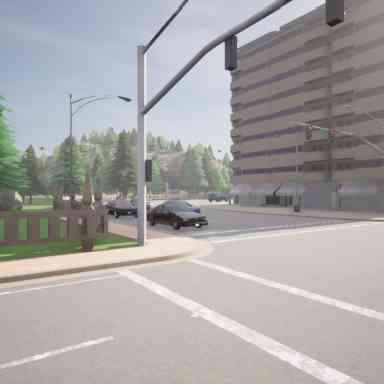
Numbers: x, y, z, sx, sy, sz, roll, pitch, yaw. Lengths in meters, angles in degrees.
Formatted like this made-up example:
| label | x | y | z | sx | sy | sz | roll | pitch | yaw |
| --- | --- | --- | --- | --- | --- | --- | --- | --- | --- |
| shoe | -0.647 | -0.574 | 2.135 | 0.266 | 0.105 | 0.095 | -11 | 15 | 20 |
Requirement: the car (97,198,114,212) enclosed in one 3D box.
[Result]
| label | x | y | z | sx | sy | sz | roll | pitch | yaw |
| --- | --- | --- | --- | --- | --- | --- | --- | --- | --- |
| car | -10.085 | 1.470 | 38.588 | 1.812 | 1.442 | 4.674 | 0 | 0 | -15 |

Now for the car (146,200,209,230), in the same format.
| label | x | y | z | sx | sy | sz | roll | pitch | yaw |
| --- | --- | --- | --- | --- | --- | --- | --- | --- | --- |
| car | -1.197 | 1.492 | 21.118 | 2.033 | 1.411 | 5.357 | 0 | 0 | -34 |

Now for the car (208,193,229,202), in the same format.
| label | x | y | z | sx | sy | sz | roll | pitch | yaw |
| --- | --- | --- | --- | --- | --- | --- | --- | --- | --- |
| car | 5.673 | 1.170 | 71.184 | 2.150 | 2.045 | 5.566 | 0 | 0 | 40 |

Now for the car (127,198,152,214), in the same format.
| label | x | y | z | sx | sy | sz | roll | pitch | yaw |
| --- | --- | --- | --- | --- | --- | --- | --- | --- | --- |
| car | -5.827 | 1.449 | 36.492 | 1.837 | 1.490 | 4.892 | 0 | 0 | -20 |

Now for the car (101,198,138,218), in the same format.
| label | x | y | z | sx | sy | sz | roll | pitch | yaw |
| --- | --- | --- | --- | --- | --- | --- | --- | --- | --- |
| car | -6.291 | 1.422 | 29.448 | 1.882 | 1.535 | 5.008 | 0 | 0 | -28 |
